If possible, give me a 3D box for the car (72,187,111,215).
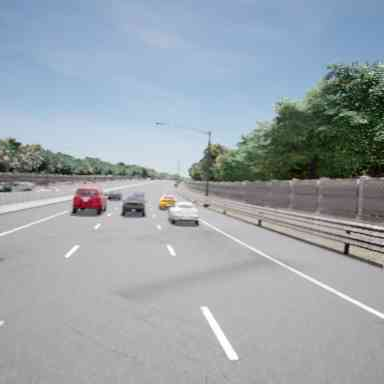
[{"bbox_3d":[-8.261,0.651,27.213,2.150,2.045,5.566,3,1,-9],"label":"car"}]

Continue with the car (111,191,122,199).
[{"bbox_3d":[-11.604,0.490,50.632,2.033,1.411,5.357,3,1,-7],"label":"car"}]

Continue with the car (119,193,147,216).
[{"bbox_3d":[-4.829,1.108,27.847,1.837,1.490,4.892,3,1,-9],"label":"car"}]

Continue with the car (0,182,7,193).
[{"bbox_3d":[-29.406,-0.670,51.166,2.097,1.767,4.553,3,1,-7],"label":"car"}]

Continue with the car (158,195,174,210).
[{"bbox_3d":[-2.654,1.093,36.497,1.882,1.535,5.008,3,1,-8],"label":"car"}]

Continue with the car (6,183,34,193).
[{"bbox_3d":[-25.859,-0.336,50.938,2.128,1.511,4.902,3,1,-7],"label":"car"}]

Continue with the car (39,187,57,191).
[{"bbox_3d":[-22.548,-0.083,52.588,1.895,1.301,4.718,3,1,-7],"label":"car"}]

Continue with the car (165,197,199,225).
[{"bbox_3d":[-0.645,1.400,23.413,1.812,1.442,4.674,3,1,-8],"label":"car"}]
